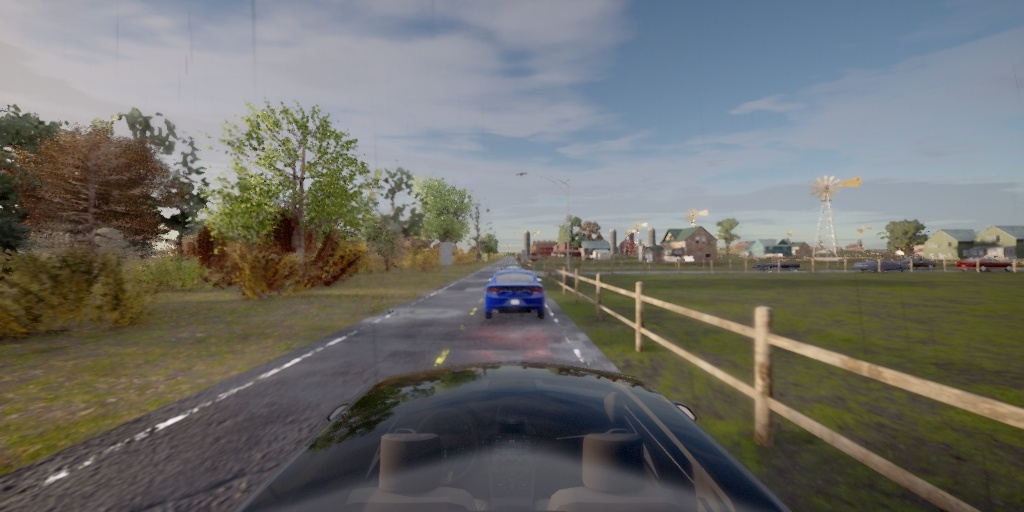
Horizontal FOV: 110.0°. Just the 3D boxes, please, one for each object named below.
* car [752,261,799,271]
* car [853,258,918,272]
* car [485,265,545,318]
[{"bbox_3d":[32.199,1.228,43.950,4.718,1.301,1.895,0,0,-1],"label":"car"},{"bbox_3d":[42.602,1.104,41.267,5.357,1.411,2.033,0,0,-1],"label":"car"},{"bbox_3d":[0.092,1.237,12.974,1.882,1.535,5.008,0,-1,0],"label":"car"}]
